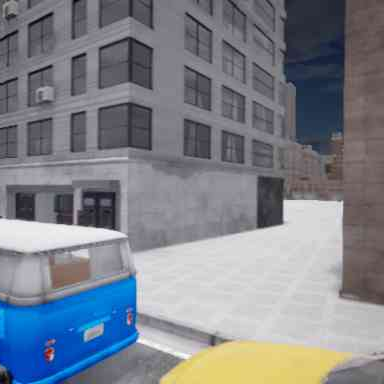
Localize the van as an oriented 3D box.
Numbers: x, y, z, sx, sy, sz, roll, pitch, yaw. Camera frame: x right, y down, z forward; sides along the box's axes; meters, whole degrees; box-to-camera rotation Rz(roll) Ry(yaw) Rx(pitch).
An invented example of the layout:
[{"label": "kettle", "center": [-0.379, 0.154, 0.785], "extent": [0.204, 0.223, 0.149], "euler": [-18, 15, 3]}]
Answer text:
[{"label": "van", "center": [-2.610, 1.338, 4.808], "extent": [3.998, 1.788, 1.690], "euler": [0, 1, 35]}]

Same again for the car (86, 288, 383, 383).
[{"label": "car", "center": [1.734, 1.526, 1.714], "extent": [4.829, 1.417, 1.752], "euler": [0, 1, 35]}]
